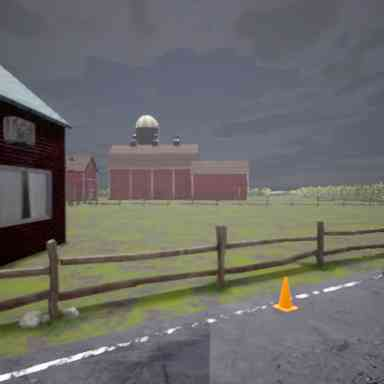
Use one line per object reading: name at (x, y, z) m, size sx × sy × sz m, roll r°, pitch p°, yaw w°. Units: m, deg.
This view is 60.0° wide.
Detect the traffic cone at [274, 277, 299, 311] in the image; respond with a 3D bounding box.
traffic cone at (1.815, 1.938, 6.425) m, size 0.340 × 0.580 × 0.340 m, roll 0°, pitch 0°, yaw -33°
